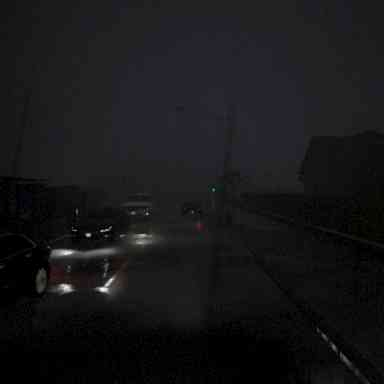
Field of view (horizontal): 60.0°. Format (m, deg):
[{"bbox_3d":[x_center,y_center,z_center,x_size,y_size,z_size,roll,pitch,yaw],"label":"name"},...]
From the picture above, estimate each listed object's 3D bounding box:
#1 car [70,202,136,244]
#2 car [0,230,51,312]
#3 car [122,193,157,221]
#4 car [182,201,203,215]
[{"bbox_3d":[-4.083,1.436,15.537,1.837,1.490,4.892,0,0,0],"label":"car"},{"bbox_3d":[-4.091,1.480,5.668,1.837,1.490,4.892,0,0,0],"label":"car"},{"bbox_3d":[-4.059,1.107,25.996,2.150,2.045,5.566,0,0,0],"label":"car"},{"bbox_3d":[0.054,1.463,31.381,1.895,1.301,4.718,0,0,0],"label":"car"}]
